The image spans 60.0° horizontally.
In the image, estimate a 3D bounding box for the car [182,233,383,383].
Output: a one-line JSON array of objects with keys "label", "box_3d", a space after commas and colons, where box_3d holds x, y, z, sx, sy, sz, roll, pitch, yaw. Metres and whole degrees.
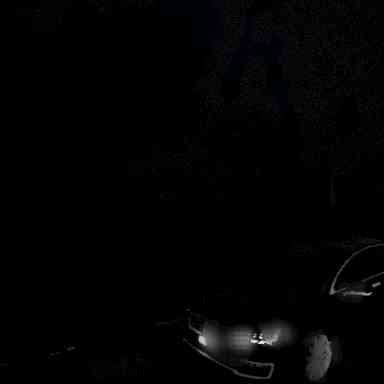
[{"label": "car", "box_3d": [2.113, 1.509, 5.393, 4.892, 1.490, 1.837, -1, 0, -36]}]
